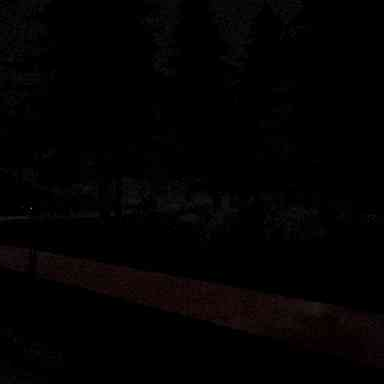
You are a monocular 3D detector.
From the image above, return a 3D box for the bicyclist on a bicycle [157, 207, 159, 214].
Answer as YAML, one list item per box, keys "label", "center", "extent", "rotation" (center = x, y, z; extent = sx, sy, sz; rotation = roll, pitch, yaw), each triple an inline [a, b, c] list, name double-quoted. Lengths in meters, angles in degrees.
- label: "bicyclist on a bicycle"
  center: [-3.563, 1.143, 28.944]
  extent: [1.656, 1.620, 0.582]
  rotation: [0, 0, 22]

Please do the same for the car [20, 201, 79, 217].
- label: "car"
  center: [-12.712, 1.438, 29.795]
  extent: [1.895, 1.301, 4.718]
  rotation: [0, 0, 35]

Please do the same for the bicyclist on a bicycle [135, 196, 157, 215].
- label: "bicyclist on a bicycle"
  center: [-4.125, 1.142, 28.461]
  extent: [1.656, 1.620, 0.582]
  rotation: [0, 0, 15]
